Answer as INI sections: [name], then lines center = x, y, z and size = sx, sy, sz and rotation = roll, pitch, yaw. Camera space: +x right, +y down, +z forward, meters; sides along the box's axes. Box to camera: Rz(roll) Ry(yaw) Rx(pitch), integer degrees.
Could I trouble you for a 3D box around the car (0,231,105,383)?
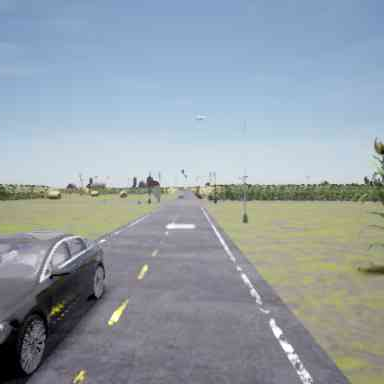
[car]
center = -2.849, 1.491, 5.577
size = 2.128, 1.511, 4.902
rotation = 0, 0, 0
